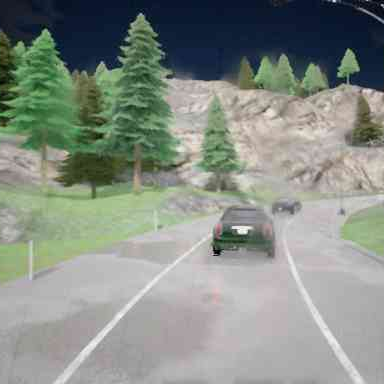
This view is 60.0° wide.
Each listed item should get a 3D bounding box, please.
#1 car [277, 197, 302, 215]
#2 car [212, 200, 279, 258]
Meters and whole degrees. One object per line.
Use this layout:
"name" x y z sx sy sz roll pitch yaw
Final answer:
"car" 8.274 1.146 28.957 1.812 1.442 4.674 -1 1 29
"car" 2.099 1.279 12.809 2.097 1.767 4.553 0 0 13
